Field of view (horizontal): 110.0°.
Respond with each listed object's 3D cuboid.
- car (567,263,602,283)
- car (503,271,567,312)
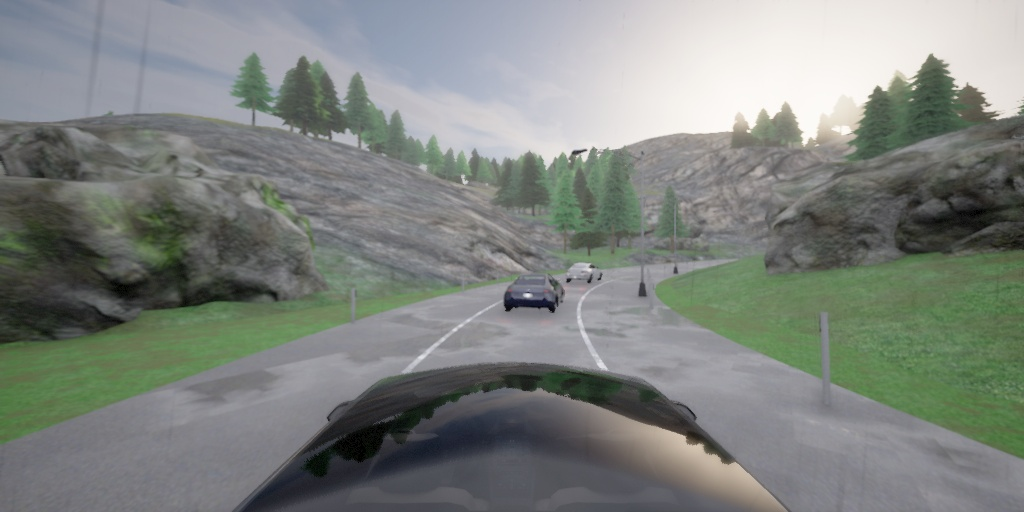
[{"bbox_3d":[5.543,1.245,27.526,1.812,1.442,4.674,0,1,28],"label":"car"},{"bbox_3d":[0.989,1.368,14.698,1.994,1.385,4.181,0,0,12],"label":"car"}]
